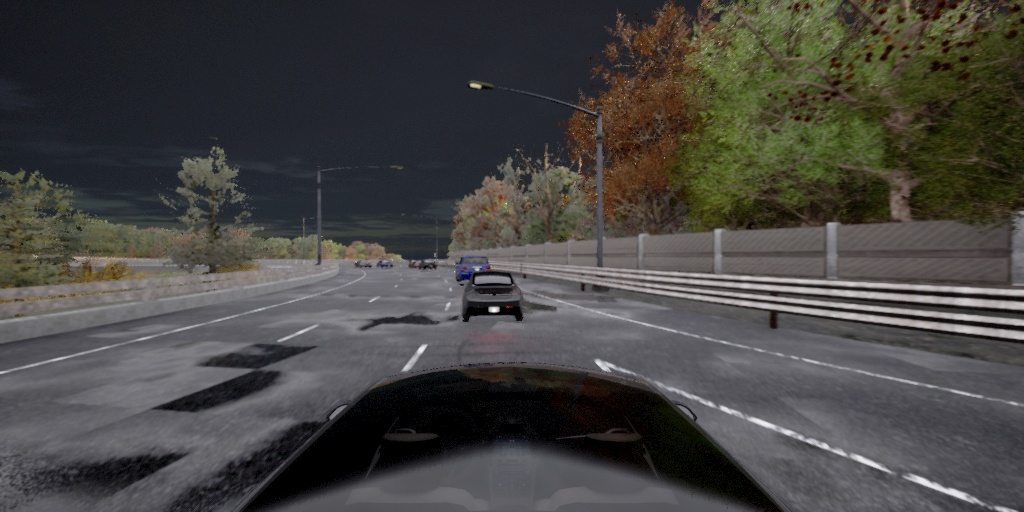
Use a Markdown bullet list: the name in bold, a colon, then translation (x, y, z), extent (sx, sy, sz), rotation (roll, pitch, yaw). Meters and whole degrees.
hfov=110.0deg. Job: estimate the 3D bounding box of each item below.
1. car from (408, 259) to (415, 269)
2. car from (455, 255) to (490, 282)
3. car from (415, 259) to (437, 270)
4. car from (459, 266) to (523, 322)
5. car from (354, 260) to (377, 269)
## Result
- **car**: translation (-15.243, 1.349, 58.696), extent (1.994, 1.385, 4.181), rotation (0, 0, -24)
- **car**: translation (-2.878, 0.974, 26.144), extent (2.150, 2.045, 5.566), rotation (0, 0, -13)
- **car**: translation (-12.395, 1.255, 52.560), extent (1.882, 1.535, 5.008), rotation (0, 0, -26)
- **car**: translation (-0.740, 1.254, 12.465), extent (1.837, 1.490, 4.892), rotation (0, 0, -6)
- **car**: translation (-24.907, 1.366, 60.092), extent (2.033, 1.411, 5.357), rotation (0, 0, -36)
